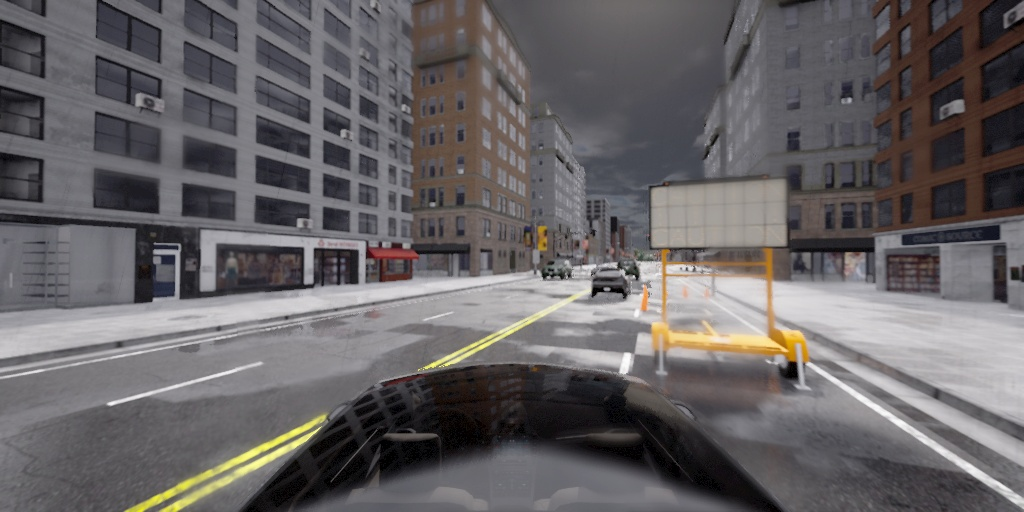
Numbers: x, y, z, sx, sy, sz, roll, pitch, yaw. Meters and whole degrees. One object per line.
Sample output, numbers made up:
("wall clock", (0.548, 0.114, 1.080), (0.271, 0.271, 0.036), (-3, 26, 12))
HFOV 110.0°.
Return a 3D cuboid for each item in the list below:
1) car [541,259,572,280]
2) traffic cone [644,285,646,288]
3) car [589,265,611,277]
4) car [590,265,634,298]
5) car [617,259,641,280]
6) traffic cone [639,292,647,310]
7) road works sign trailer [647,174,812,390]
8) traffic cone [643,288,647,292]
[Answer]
("car", (4.633, 1.339, 36.430), (2.150, 2.045, 5.566), (0, -1, 21))
("traffic cone", (6.641, 1.872, 17.918), (0.340, 0.580, 0.340), (0, 0, 21))
("car", (10.617, 1.748, 42.894), (1.994, 1.385, 4.181), (0, -1, 21))
("car", (5.665, 1.448, 20.331), (1.837, 1.490, 4.892), (0, 0, 21))
("car", (11.907, 1.336, 36.728), (2.150, 2.045, 5.566), (0, -1, 21))
("traffic cone", (5.218, 1.833, 14.180), (0.340, 0.580, 0.340), (0, 0, 21))
("road works sign trailer", (4.018, 0.269, 7.147), (2.380, 3.560, 2.880), (0, 0, 21))
("traffic cone", (5.930, 1.852, 16.049), (0.340, 0.580, 0.340), (0, 0, 21))
